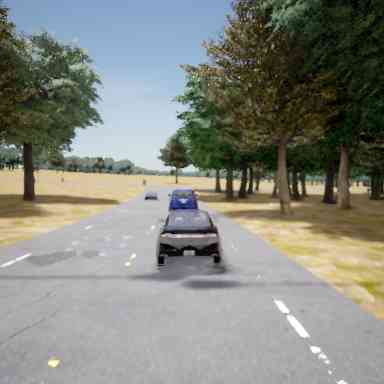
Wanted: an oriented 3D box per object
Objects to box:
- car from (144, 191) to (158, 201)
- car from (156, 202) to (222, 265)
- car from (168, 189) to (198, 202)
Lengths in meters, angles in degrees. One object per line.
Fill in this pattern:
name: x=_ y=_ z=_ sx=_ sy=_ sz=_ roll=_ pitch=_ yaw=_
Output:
car: x=-6.042 y=0.551 z=49.664 sx=2.033 sy=1.411 sz=5.357 roll=0 pitch=2 yaw=-4
car: x=-0.110 y=1.322 z=10.997 sx=2.128 sy=1.511 sz=4.902 roll=0 pitch=1 yaw=-1
car: x=-0.725 y=0.743 z=26.473 sx=2.150 sy=2.045 sz=5.566 roll=0 pitch=2 yaw=-3
